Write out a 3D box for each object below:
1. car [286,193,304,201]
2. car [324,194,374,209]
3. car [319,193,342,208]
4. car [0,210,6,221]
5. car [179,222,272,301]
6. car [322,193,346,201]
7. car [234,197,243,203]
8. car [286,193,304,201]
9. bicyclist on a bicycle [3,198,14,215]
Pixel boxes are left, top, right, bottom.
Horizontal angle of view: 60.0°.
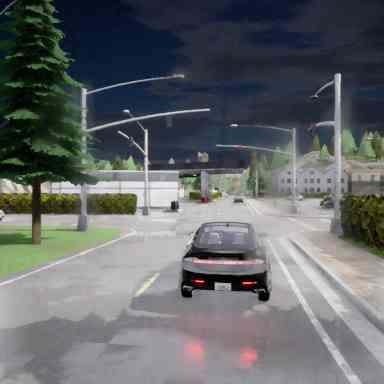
[{"bbox_3d":[23.376,1.361,75.658,3.806,1.475,1.970,0,0,8],"label":"car"},{"bbox_3d":[18.297,1.340,38.610,4.514,1.523,2.007,0,0,8],"label":"car"},{"bbox_3d":[18.680,1.330,41.724,5.027,1.636,2.152,0,0,8],"label":"car"},{"bbox_3d":[-16.577,1.526,25.188,4.674,1.442,1.812,0,0,8],"label":"car"},{"bbox_3d":[0.886,1.492,8.398,2.128,1.511,4.902,0,0,8],"label":"car"},{"bbox_3d":[31.779,1.097,74.520,4.605,1.855,1.932,0,0,8],"label":"car"},{"bbox_3d":[9.451,1.601,67.387,1.895,1.301,4.718,0,0,8],"label":"car"},{"bbox_3d":[24.442,1.077,78.866,3.866,1.878,1.905,0,0,8],"label":"car"},{"bbox_3d":[-17.956,1.453,32.524,0.582,1.620,1.656,0,0,7],"label":"bicyclist on a bicycle"}]
